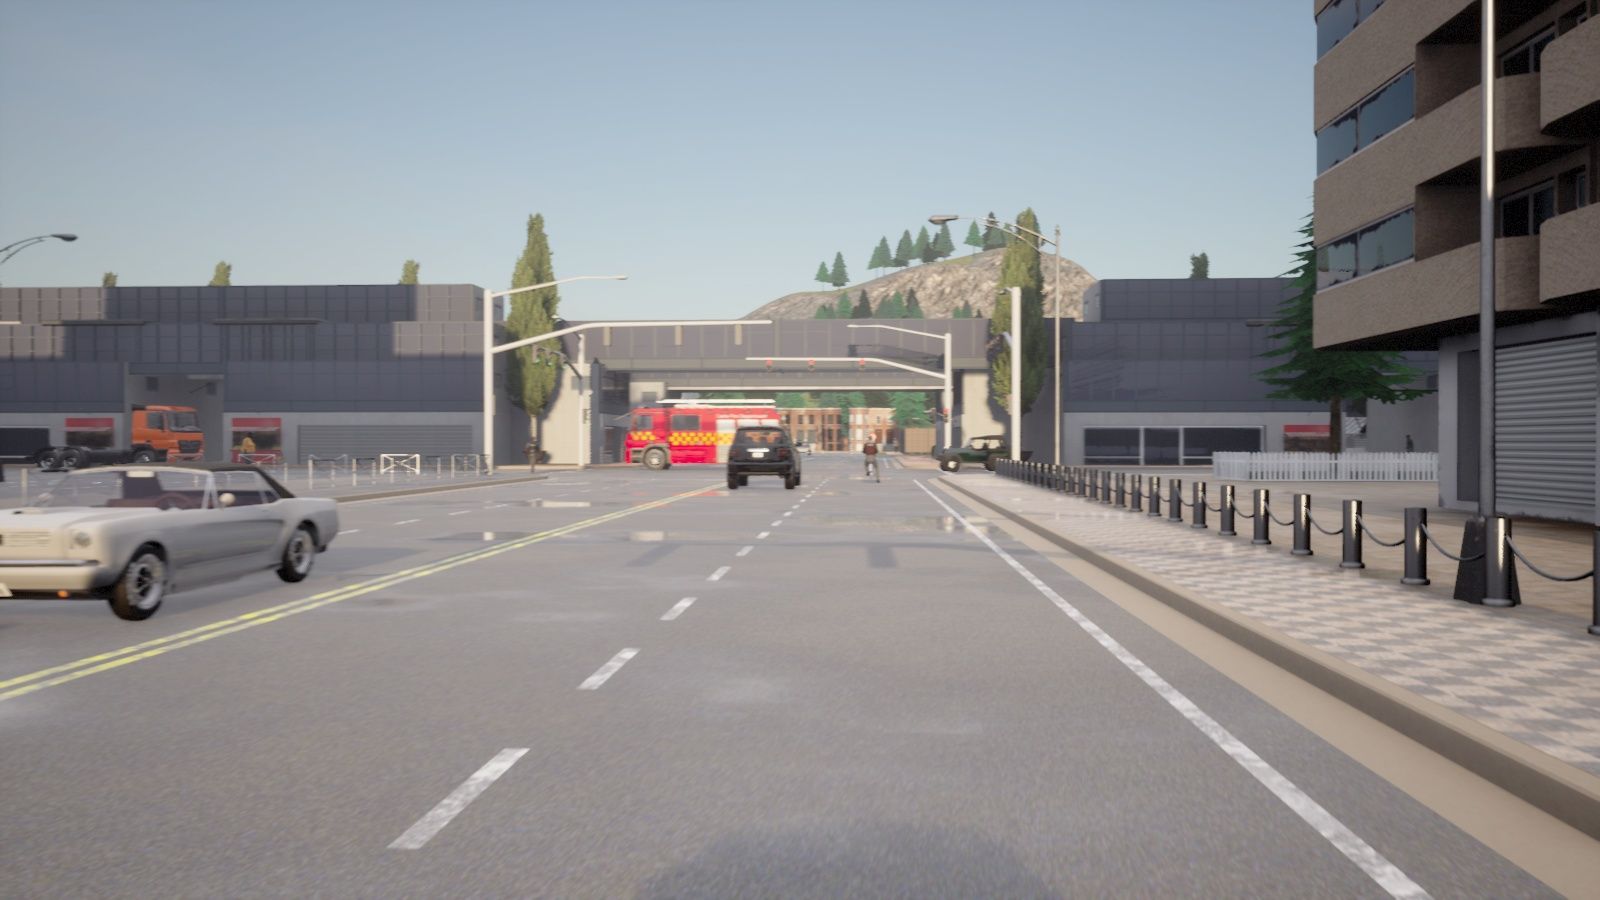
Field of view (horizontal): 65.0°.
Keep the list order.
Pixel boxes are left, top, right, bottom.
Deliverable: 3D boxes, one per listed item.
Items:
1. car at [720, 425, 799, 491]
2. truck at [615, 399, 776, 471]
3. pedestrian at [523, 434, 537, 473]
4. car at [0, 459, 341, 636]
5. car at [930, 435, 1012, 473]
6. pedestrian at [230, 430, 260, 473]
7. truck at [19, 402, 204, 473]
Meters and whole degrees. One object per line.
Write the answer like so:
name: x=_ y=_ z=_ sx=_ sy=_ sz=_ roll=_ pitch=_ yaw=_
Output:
car: x=-1.249 y=0.228 z=41.699 sx=2.150 sy=2.045 sz=5.566 roll=0 pitch=0 yaw=3
truck: x=-5.612 y=-0.813 z=68.424 sx=8.468 sy=3.827 sz=2.891 roll=0 pitch=0 yaw=3
pedestrian: x=-13.247 y=0.161 z=61.583 sx=0.563 sy=1.883 sz=0.849 roll=0 pitch=0 yaw=-3
car: x=-6.333 y=0.770 z=12.091 sx=1.895 sy=1.301 sz=4.718 roll=0 pitch=0 yaw=3
car: x=8.711 y=0.192 z=64.102 sx=3.866 sy=1.878 sz=1.905 roll=0 pitch=0 yaw=-1
pedestrian: x=-24.377 y=0.059 z=55.131 sx=0.900 sy=1.855 sz=0.874 roll=0 pitch=0 yaw=5
truck: x=-34.662 y=-0.642 z=63.382 sx=7.936 sy=3.462 sz=2.891 roll=0 pitch=0 yaw=5
